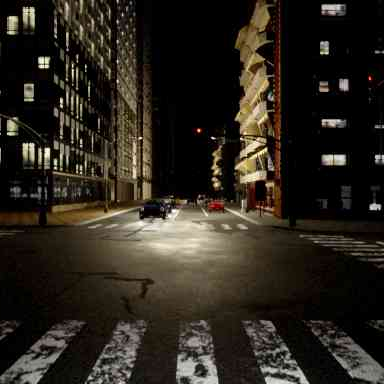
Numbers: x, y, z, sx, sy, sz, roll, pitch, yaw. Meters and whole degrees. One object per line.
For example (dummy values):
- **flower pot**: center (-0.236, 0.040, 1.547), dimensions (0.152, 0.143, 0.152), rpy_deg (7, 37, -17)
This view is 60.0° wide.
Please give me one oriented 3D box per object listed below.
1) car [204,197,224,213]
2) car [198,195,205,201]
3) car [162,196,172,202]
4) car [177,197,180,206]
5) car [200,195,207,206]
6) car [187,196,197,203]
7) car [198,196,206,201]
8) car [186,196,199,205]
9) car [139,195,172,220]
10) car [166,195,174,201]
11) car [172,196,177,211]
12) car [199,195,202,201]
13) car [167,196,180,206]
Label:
- **car**: center (2.679, 1.591, 37.241), dimensions (1.802, 1.307, 4.206), rpy_deg (0, 0, 0)
- **car**: center (2.537, 1.491, 89.698), dimensions (1.967, 1.590, 4.097), rpy_deg (0, 0, 0)
- **car**: center (-5.823, 1.589, 78.386), dimensions (2.008, 1.369, 4.403), rpy_deg (0, 0, 0)
- **car**: center (-3.153, 1.615, 46.454), dimensions (1.895, 1.301, 4.718), rpy_deg (0, 0, 0)
- **car**: center (2.606, 1.567, 50.158), dimensions (2.008, 1.369, 4.403), rpy_deg (0, 0, 0)
- **car**: center (-0.033, 1.594, 70.302), dimensions (1.994, 1.385, 4.181), rpy_deg (0, 0, 0)
- **car**: center (2.547, 1.626, 84.049), dimensions (1.802, 1.307, 4.206), rpy_deg (0, 0, 0)
- **car**: center (-0.004, 1.528, 59.991), dimensions (1.837, 1.490, 4.892), rpy_deg (0, 0, 0)
- **car**: center (-3.142, 1.357, 28.148), dimensions (2.097, 1.767, 4.553), rpy_deg (0, 0, 0)
- **car**: center (-5.843, 1.596, 89.683), dimensions (1.887, 1.381, 4.507), rpy_deg (0, 0, 0)
- **car**: center (-3.158, 1.501, 37.196), dimensions (2.128, 1.511, 4.902), rpy_deg (0, 0, 0)
- **car**: center (2.597, 1.571, 55.806), dimensions (2.008, 1.369, 4.403), rpy_deg (0, 0, 0)
- **car**: center (-3.097, 1.498, 56.726), dimensions (1.882, 1.535, 5.008), rpy_deg (0, 0, 0)
